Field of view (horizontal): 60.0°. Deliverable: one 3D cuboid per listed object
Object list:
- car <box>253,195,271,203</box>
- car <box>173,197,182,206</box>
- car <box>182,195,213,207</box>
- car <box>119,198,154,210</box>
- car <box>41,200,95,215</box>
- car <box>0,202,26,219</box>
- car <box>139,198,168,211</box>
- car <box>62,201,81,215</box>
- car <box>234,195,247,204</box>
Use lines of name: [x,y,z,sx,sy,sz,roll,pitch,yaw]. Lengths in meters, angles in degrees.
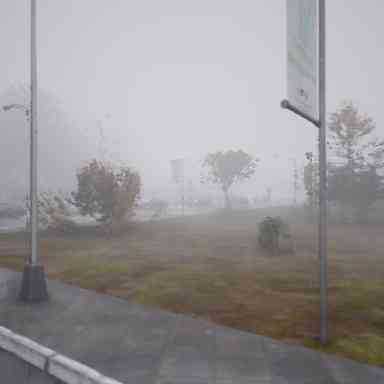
car: [12.760,1.213,60.352,1.895,1.301,4.718,0,1,32]
car: [-0.982,1.411,53.355,1.837,1.490,4.892,0,1,39]
car: [1.151,1.263,50.438,2.097,1.767,4.553,0,1,40]
car: [-7.522,1.565,45.230,1.812,1.442,4.674,0,0,39]
car: [-13.840,1.643,37.345,2.033,1.411,5.357,0,0,39]
car: [-16.638,1.617,28.252,1.812,1.442,4.674,0,0,39]
car: [-5.206,1.512,42.515,1.882,1.535,5.008,0,0,39]
car: [-11.068,1.611,35.206,1.812,1.442,4.674,0,0,39]
car: [6.947,1.169,51.999,2.097,1.767,4.553,0,1,37]
